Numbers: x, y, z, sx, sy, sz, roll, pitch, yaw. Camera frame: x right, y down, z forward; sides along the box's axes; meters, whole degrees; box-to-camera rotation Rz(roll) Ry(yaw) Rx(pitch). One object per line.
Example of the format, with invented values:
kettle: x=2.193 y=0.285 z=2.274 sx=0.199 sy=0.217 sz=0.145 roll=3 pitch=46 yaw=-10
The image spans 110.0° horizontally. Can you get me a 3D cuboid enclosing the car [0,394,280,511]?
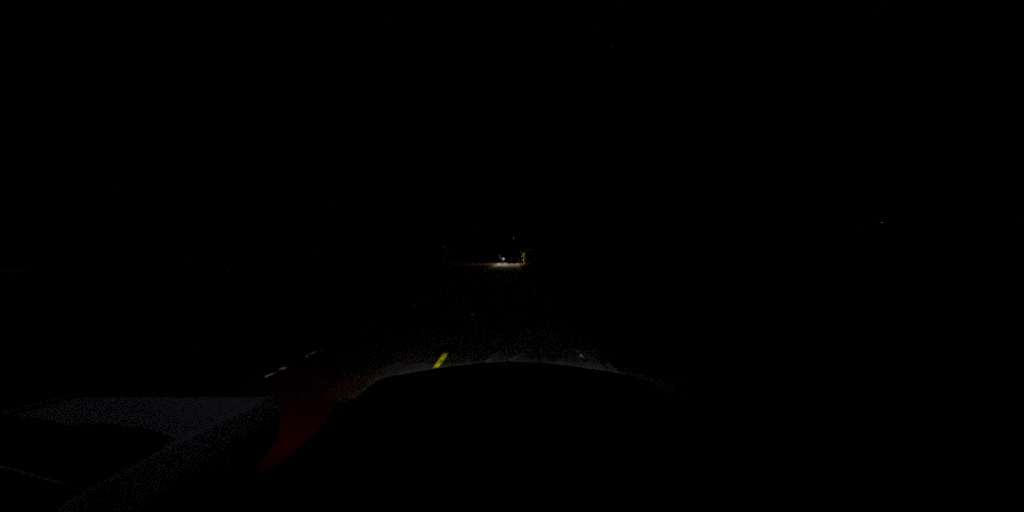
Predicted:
car: x=-2.850 y=1.347 z=0.714 sx=1.895 sy=1.301 sz=4.718 roll=0 pitch=0 yaw=0

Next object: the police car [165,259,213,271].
police car: x=-41.696 y=1.142 z=46.390 sx=5.238 sy=1.638 sz=1.930 roll=0 pitch=-1 yaw=0
